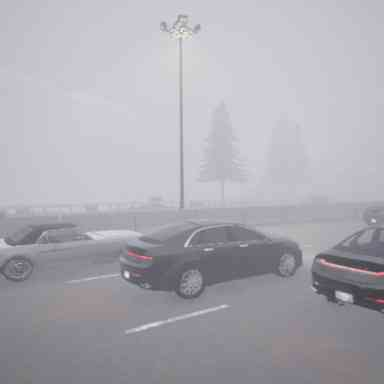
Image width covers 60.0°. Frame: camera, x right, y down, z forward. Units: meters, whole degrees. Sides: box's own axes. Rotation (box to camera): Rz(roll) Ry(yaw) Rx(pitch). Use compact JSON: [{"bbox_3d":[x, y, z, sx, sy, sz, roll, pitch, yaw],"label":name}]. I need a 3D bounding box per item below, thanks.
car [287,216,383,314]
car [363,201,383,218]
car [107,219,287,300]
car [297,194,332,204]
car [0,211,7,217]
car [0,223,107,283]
[{"bbox_3d":[4.434,1.397,6.513,4.902,1.511,2.128,-1,0,-32],"label":"car"},{"bbox_3d":[11.768,1.241,18.753,4.892,1.490,1.837,-1,0,-28],"label":"car"},{"bbox_3d":[0.654,1.433,8.246,4.892,1.490,1.837,-1,0,-33],"label":"car"},{"bbox_3d":[16.260,0.993,44.147,4.892,1.490,1.837,-1,0,-22],"label":"car"},{"bbox_3d":[-12.031,1.475,16.795,4.902,1.511,2.128,-1,1,-35],"label":"car"},{"bbox_3d":[-3.625,1.560,9.641,4.718,1.301,1.895,-1,1,-34],"label":"car"}]
